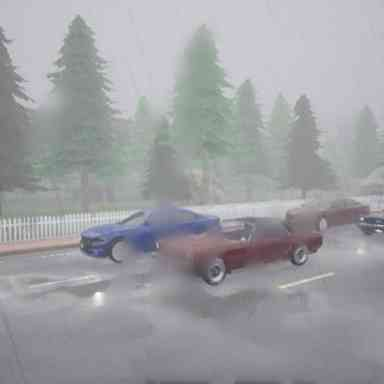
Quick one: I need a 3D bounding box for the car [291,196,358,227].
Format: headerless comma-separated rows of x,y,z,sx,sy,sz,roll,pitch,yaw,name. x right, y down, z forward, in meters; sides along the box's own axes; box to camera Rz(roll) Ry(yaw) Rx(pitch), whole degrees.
6.807,1.006,16.627,5.008,1.535,1.882,-2,1,-32,car

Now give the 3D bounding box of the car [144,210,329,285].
1.340,1.400,9.010,4.718,1.301,1.895,-2,1,-33,car

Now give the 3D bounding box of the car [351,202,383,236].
9.057,1.129,13.957,4.718,1.301,1.895,-2,1,-32,car

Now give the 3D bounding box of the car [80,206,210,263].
-1.253,1.288,11.479,5.008,1.535,1.882,-2,1,-33,car
